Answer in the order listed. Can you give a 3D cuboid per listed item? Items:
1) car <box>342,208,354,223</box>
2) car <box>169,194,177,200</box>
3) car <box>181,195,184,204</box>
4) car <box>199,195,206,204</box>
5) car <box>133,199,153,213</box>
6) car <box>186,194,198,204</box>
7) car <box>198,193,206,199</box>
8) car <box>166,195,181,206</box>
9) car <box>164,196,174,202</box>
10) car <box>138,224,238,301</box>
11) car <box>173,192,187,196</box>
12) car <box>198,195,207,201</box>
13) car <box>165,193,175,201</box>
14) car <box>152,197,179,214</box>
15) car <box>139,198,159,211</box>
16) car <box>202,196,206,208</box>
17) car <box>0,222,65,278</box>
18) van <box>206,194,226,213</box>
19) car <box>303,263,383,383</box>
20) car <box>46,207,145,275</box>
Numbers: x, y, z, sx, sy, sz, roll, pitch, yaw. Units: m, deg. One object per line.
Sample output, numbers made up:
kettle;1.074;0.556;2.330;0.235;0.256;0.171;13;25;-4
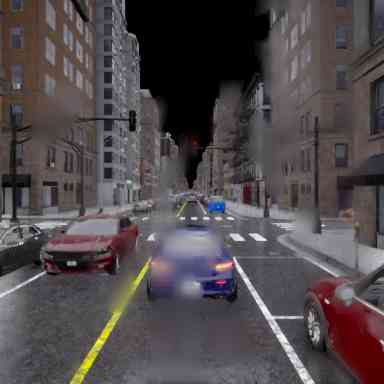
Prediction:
car;13.293;1.442;23.925;4.553;1.767;2.097;1;0;1
car;-5.282;1.408;92.889;1.967;1.590;4.097;0;0;0
car;-2.770;1.559;55.243;1.994;1.385;4.181;0;0;1
car;2.704;1.575;58.795;1.802;1.307;4.206;0;0;0
car;-5.348;1.549;36.071;2.008;1.369;4.403;0;0;0
car;0.126;1.535;65.820;2.033;1.411;5.357;0;0;0
car;2.711;1.304;64.477;2.192;1.841;5.009;0;0;0
car;-2.799;1.501;44.815;1.837;1.490;4.892;0;0;0
car;-5.302;1.546;75.844;1.947;1.339;4.313;0;0;0
car;0.013;1.526;8.220;1.812;1.442;4.674;0;0;0
car;-2.670;1.099;70.385;1.837;1.490;4.892;0;0;0
car;2.736;1.523;87.201;2.008;1.369;4.403;0;0;0
car;-5.295;1.291;81.525;2.192;1.841;5.009;0;0;0
car;-2.809;1.562;35.963;1.994;1.385;4.181;0;0;0
car;-5.341;1.542;41.752;1.887;1.381;4.507;0;0;0
car;2.691;1.579;47.432;1.802;1.307;4.206;0;0;0
car;-5.379;1.551;8.989;2.008;1.369;4.403;0;0;0
van;2.677;1.339;36.070;1.690;1.788;3.998;0;0;0
car;2.640;1.440;3.470;1.967;1.590;4.097;0;0;0
car;-2.932;1.477;10.635;1.882;1.535;5.008;0;0;0
